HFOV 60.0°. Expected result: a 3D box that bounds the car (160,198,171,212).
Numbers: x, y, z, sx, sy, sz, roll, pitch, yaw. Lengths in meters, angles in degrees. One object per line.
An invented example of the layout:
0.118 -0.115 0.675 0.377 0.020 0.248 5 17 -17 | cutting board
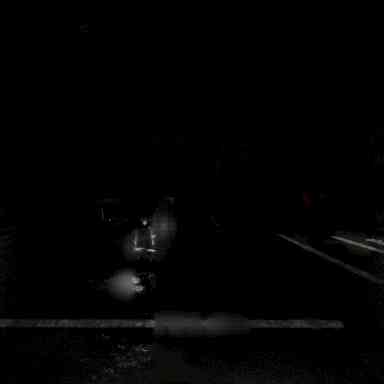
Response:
-3.585 1.585 35.442 1.895 1.301 4.718 0 0 0 | car

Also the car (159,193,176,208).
-3.559 1.199 48.759 2.150 2.045 5.566 0 0 0 | car

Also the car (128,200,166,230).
-2.975 1.485 21.210 2.128 1.511 4.902 0 0 -7 | car
